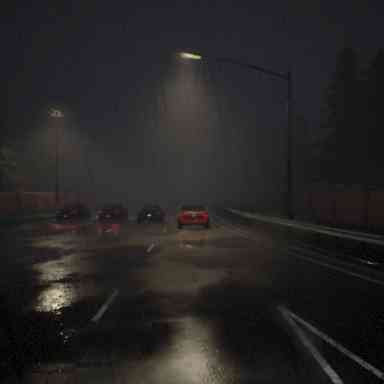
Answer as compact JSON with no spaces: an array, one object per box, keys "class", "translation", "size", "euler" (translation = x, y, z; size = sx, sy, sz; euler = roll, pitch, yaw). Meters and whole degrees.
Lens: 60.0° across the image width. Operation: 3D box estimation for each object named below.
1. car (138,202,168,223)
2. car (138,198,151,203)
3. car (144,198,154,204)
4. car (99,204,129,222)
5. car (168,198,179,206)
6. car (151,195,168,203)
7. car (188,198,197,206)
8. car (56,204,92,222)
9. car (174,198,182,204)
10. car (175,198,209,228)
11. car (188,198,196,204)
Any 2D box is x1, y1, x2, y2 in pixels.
[{"class":"car","translation":[-3.394,1.826,28.435],"size":[1.994,1.385,4.181],"euler":[0,-1,0]},{"class":"car","translation":[-10.482,2.258,71.975],"size":[1.895,1.301,4.718],"euler":[0,-1,0]},{"class":"car","translation":[-10.480,2.178,81.949],"size":[1.994,1.385,4.181],"euler":[0,-1,0]},{"class":"car","translation":[-6.891,1.800,29.551],"size":[1.812,1.442,4.674],"euler":[0,0,0]},{"class":"car","translation":[-3.483,2.154,71.527],"size":[1.837,1.490,4.892],"euler":[0,-1,0]},{"class":"car","translation":[-6.982,2.015,71.916],"size":[2.097,1.767,4.553],"euler":[0,-1,0]},{"class":"car","translation":[0.017,2.130,71.527],"size":[1.882,1.535,5.008],"euler":[0,-1,0]},{"class":"car","translation":[-10.394,1.802,29.566],"size":[1.812,1.442,4.674],"euler":[0,0,0]},{"class":"car","translation":[-3.480,2.146,81.947],"size":[1.812,1.442,4.674],"euler":[0,-1,0]},{"class":"car","translation":[0.107,1.572,23.999],"size":[2.097,1.767,4.553],"euler":[0,0,0]},{"class":"car","translation":[0.020,2.160,81.946],"size":[2.033,1.411,5.357],"euler":[0,-1,0]}]
